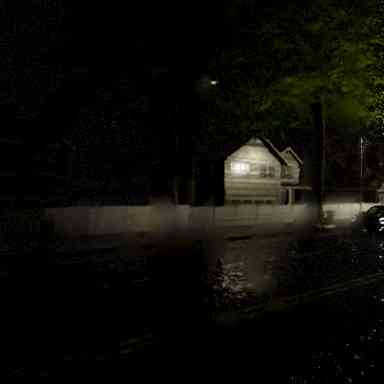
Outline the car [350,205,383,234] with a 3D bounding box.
[{"bbox_3d":[11.443,1.583,19.832,4.553,1.767,2.097,1,0,-35],"label":"car"}]
